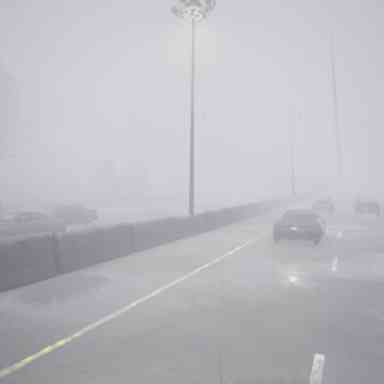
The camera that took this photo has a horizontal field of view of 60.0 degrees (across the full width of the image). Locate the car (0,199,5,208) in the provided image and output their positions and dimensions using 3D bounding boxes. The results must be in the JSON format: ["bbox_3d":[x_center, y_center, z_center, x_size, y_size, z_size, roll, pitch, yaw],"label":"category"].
[{"bbox_3d":[-13.191,1.158,18.302,2.150,2.045,5.566,0,0,25],"label":"car"}]

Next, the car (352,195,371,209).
[{"bbox_3d":[20.016,1.146,39.384,1.812,1.442,4.674,0,1,25],"label":"car"}]

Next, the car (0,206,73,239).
[{"bbox_3d":[-7.451,1.518,14.050,1.994,1.385,4.181,0,0,25],"label":"car"}]

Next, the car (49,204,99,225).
[{"bbox_3d":[-8.160,1.466,20.815,2.033,1.411,5.357,0,0,25],"label":"car"}]

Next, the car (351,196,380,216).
[{"bbox_3d":[15.377,1.258,29.421,1.882,1.535,5.008,0,1,25],"label":"car"}]

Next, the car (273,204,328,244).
[{"bbox_3d":[5.167,1.500,15.797,1.994,1.385,4.181,0,0,25],"label":"car"}]

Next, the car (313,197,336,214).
[{"bbox_3d":[12.670,1.250,31.898,2.128,1.511,4.902,0,1,25],"label":"car"}]
